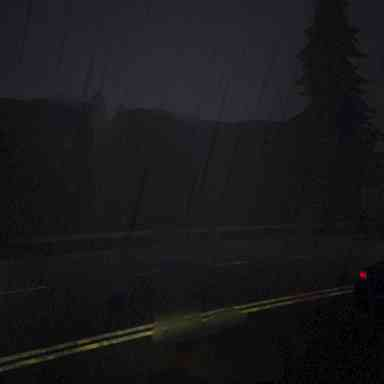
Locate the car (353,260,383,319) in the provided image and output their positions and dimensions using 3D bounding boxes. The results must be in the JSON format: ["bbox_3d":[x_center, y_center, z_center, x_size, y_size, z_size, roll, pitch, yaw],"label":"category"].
[{"bbox_3d":[4.978,1.570,5.982,4.181,1.385,1.994,0,0,-25],"label":"car"}]
